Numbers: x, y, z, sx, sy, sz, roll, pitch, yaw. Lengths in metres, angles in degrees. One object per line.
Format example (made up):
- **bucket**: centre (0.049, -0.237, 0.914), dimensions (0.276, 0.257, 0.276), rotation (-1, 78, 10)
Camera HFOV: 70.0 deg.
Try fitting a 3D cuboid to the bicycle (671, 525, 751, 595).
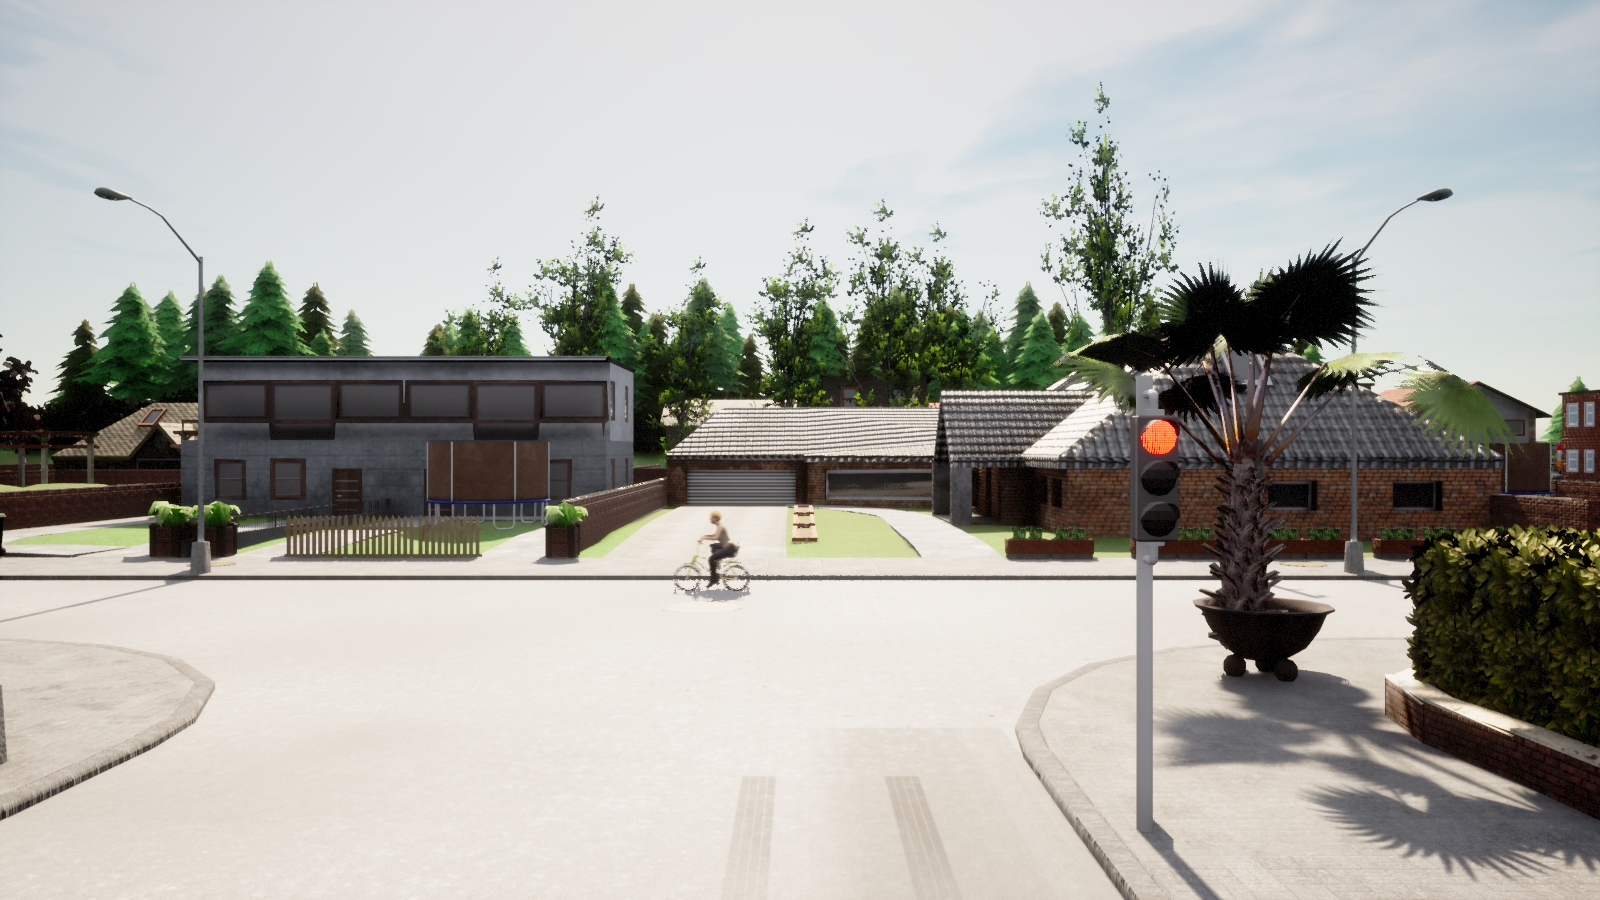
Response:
- **bicycle**: centre (-1.732, 2.149, 22.444), dimensions (1.487, 1.276, 0.859), rotation (0, 0, 0)
